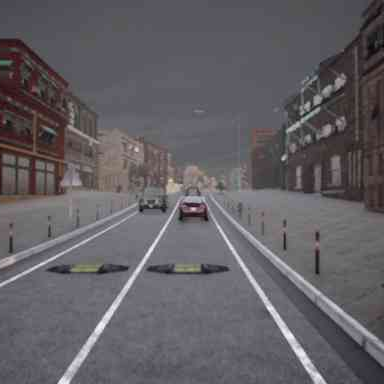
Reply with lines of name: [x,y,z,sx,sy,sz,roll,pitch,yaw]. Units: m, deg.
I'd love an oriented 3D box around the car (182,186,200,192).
car: [0.142,0.149,41.441,2.033,1.649,4.856,0,2,1]

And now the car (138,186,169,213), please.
car: [-3.102,0.580,27.944,2.150,2.045,5.566,0,3,0]

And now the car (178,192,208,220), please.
car: [0.093,1.042,23.688,2.163,1.488,4.792,0,2,0]

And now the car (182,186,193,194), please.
car: [-0.935,-0.437,69.304,1.812,1.442,4.674,0,1,7]
